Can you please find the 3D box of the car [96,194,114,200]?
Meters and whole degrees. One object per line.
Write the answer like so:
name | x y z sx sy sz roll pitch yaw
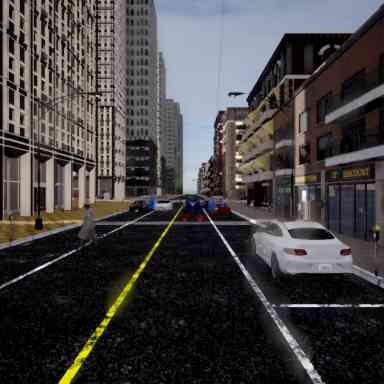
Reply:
car | -21.143 1.112 81.145 4.097 1.590 1.967 1 -1 0

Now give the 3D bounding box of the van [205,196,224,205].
van | 2.684 1.350 36.474 1.690 1.788 3.998 0 0 0

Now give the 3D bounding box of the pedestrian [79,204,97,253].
pedestrian | -3.867 1.295 12.391 0.375 1.860 0.375 0 0 -2

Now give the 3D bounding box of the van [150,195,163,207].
van | -5.698 1.361 53.419 1.690 1.788 3.998 0 0 0

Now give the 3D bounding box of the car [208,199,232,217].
car | 2.685 1.589 30.825 1.802 1.307 4.206 0 0 0

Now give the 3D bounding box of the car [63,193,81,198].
car | -32.375 1.033 89.495 4.206 1.307 1.802 1 -1 0

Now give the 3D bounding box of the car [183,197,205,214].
car | 0.075 1.361 36.074 2.097 1.767 4.553 0 0 0

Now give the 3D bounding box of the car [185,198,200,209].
car | 0.048 1.578 45.973 1.994 1.385 4.181 0 0 1

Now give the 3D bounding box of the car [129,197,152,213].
car | -5.696 1.575 36.473 1.947 1.339 4.313 0 0 0

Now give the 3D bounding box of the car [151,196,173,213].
car | -3.118 1.535 36.753 1.812 1.442 4.674 0 0 0

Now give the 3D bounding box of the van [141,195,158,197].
van | -5.697 1.353 42.121 1.690 1.788 3.998 0 0 0

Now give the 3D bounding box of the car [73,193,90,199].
car | -26.720 1.146 81.129 4.206 1.307 1.802 1 -1 0

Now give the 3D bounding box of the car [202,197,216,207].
car | 2.682 1.570 53.419 2.008 1.369 4.403 0 0 0

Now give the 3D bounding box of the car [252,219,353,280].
car | 2.998 1.527 9.795 1.812 1.442 4.674 0 0 0
